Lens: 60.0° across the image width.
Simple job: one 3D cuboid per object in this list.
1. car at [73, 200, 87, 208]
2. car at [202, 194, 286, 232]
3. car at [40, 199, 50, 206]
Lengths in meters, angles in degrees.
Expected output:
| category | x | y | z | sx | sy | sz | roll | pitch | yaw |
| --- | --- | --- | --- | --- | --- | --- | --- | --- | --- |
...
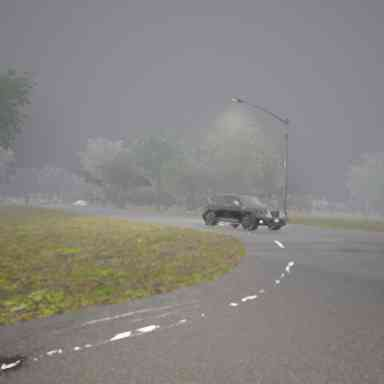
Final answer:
| category | x | y | z | sx | sy | sz | roll | pitch | yaw |
| --- | --- | --- | --- | --- | --- | --- | --- | --- | --- |
| car | -23.198 | 2.456 | 69.005 | 1.812 | 1.442 | 4.674 | 4 | -3 | -35 |
| car | 2.857 | 1.163 | 19.646 | 2.150 | 2.045 | 5.566 | 4 | -3 | -35 |
| car | -34.583 | 2.384 | 78.315 | 1.837 | 1.490 | 4.892 | 4 | -3 | -28 |
